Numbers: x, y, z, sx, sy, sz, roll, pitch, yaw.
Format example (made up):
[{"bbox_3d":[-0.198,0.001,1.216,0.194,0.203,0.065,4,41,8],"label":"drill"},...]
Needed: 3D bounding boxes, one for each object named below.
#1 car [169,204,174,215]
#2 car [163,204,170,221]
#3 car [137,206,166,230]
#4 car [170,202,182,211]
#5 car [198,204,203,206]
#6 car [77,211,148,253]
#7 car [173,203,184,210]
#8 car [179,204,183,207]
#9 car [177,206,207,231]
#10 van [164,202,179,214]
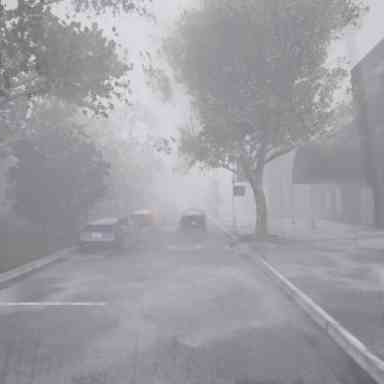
[{"bbox_3d":[-3.652,2.463,37.581,2.163,1.488,4.792,0,-1,2],"label":"car"},{"bbox_3d":[-3.649,2.270,31.977,2.097,1.535,5.008,0,-1,2],"label":"car"},{"bbox_3d":[-3.641,2.107,26.418,2.097,1.535,5.008,1,-2,2],"label":"car"},{"bbox_3d":[-3.411,3.183,71.340,2.185,1.767,4.553,-1,-1,2],"label":"car"},{"bbox_3d":[0.095,2.649,42.678,2.033,1.411,5.357,0,-2,0],"label":"car"},{"bbox_3d":[-3.638,1.811,15.313,2.163,1.488,4.792,1,-2,2],"label":"car"},{"bbox_3d":[-3.170,3.441,77.037,2.097,1.535,5.008,0,-2,2],"label":"car"},{"bbox_3d":[-3.412,3.179,65.629,2.231,1.521,4.892,0,-1,2],"label":"car"},{"bbox_3d":[0.097,2.063,25.007,1.882,1.535,5.008,0,-2,0],"label":"car"},{"bbox_3d":[-3.634,2.671,54.385,1.878,1.987,4.442,1,-1,2],"label":"van"}]
